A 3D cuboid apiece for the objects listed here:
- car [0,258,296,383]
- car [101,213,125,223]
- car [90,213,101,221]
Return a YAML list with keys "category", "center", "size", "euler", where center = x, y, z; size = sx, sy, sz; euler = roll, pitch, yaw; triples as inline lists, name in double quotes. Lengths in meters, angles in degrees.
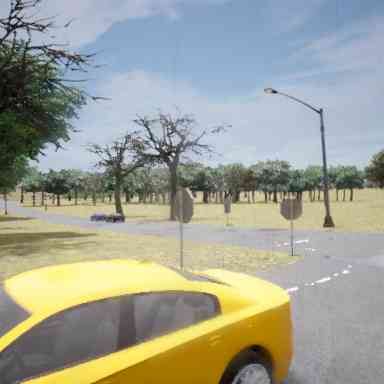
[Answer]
- category: "car"
  center: [-1.168, 1.472, 3.053]
  size: [5.008, 1.535, 1.882]
  euler: [0, 0, -36]
- category: "car"
  center: [-12.605, 4.174, 54.200]
  size: [1.882, 1.535, 5.008]
  euler: [-1, -2, -34]
- category: "car"
  center: [-17.099, 4.500, 60.706]
  size: [1.882, 1.535, 5.008]
  euler: [-1, -1, -34]
